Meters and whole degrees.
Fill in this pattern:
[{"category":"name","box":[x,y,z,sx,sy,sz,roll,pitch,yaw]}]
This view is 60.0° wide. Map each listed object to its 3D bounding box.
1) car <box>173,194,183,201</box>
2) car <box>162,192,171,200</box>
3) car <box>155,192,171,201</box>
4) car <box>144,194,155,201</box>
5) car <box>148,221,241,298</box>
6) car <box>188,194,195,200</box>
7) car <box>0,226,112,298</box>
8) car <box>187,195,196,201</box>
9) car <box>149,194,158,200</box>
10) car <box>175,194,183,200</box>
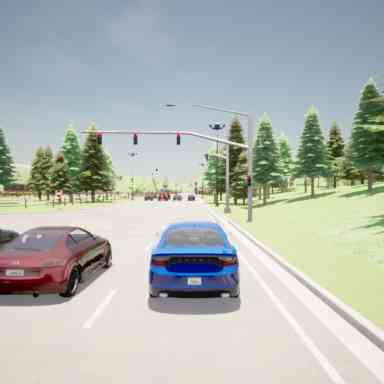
[{"category":"car","box":[-3.641,1.346,82.800,2.097,1.767,4.553,0,0,0]},{"category":"car","box":[-7.158,1.057,92.891,2.150,2.045,5.566,0,0,0]},{"category":"car","box":[-7.141,1.217,82.471,2.150,2.045,5.566,0,0,0]},{"category":"car","box":[-10.640,1.491,82.435,1.837,1.490,4.892,0,0,0]},{"category":"car","box":[0.055,1.478,8.550,1.882,1.535,5.008,0,0,0]},{"category":"car","box":[-0.158,1.385,92.873,1.994,1.385,4.181,0,0,0]},{"category":"car","box":[-3.451,1.564,8.578,1.994,1.385,4.181,0,0,1]},{"category":"car","box":[-0.140,1.469,82.453,1.882,1.535,5.008,0,0,0]},{"category":"car","box":[-10.658,1.332,92.855,1.837,1.490,4.892,0,0,0]},{"category":"car","box":[-3.658,1.385,92.867,1.994,1.385,4.181,0,0,0]}]
